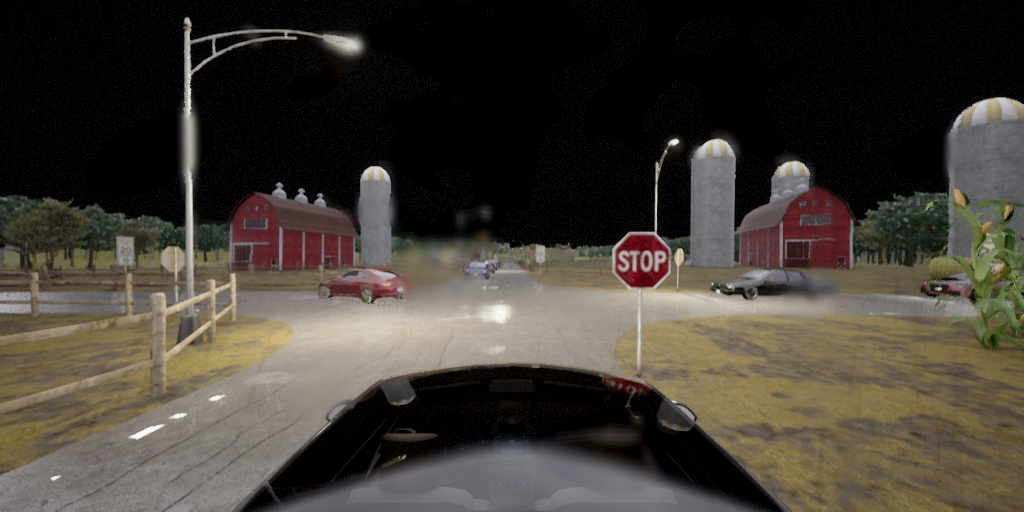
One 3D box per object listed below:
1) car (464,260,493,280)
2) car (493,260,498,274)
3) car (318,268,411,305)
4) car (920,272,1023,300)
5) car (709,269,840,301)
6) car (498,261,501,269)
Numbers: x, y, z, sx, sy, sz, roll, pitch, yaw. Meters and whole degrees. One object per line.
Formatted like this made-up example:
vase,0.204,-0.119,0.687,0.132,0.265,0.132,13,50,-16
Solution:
car,-2.917,1.251,31.543,1.812,1.442,4.674,0,0,0
car,-2.934,1.295,40.570,1.994,1.385,4.181,0,0,0
car,-6.586,1.240,16.007,4.674,1.442,1.812,1,1,29
car,22.581,1.431,17.291,4.181,1.385,1.994,1,1,0
car,12.540,1.321,17.265,5.357,1.411,2.033,0,1,-2
car,-2.946,1.265,50.273,1.837,1.490,4.892,0,0,0
